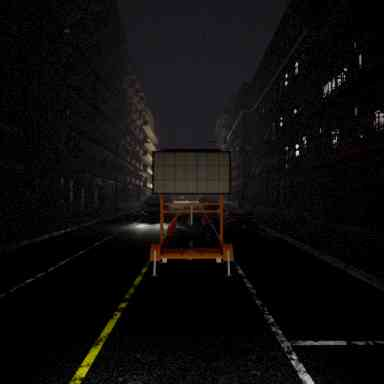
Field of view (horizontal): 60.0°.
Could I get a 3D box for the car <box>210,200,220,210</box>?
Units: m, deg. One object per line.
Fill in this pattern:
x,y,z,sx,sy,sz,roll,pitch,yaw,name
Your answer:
2.579,1.555,24.349,1.752,1.417,4.829,1,0,0,car

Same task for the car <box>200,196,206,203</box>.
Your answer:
2.573,1.634,46.301,2.008,1.369,4.403,1,0,0,car

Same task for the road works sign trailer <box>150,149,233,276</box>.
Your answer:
-0.012,0.473,10.318,2.380,3.560,2.880,0,0,0,road works sign trailer

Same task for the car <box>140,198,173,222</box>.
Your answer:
-2.855,1.512,26.898,1.882,1.535,5.008,0,0,0,car

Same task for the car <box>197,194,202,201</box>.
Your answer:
2.568,1.706,68.423,1.887,1.381,4.507,1,0,0,car

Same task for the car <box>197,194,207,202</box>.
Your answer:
2.535,1.551,85.017,2.192,1.841,5.009,1,0,0,car

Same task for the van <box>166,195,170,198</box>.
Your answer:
-5.304,1.459,57.421,1.690,1.788,3.998,2,0,0,van

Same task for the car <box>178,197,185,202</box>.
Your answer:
-2.770,1.842,86.085,1.895,1.301,4.718,0,0,0,car

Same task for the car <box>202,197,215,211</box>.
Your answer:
2.575,1.614,40.769,1.887,1.381,4.507,1,0,0,car

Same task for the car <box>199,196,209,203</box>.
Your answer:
2.576,1.625,73.955,1.967,1.590,4.097,1,0,0,car

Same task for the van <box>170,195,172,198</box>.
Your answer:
-5.306,1.481,62.953,1.690,1.788,3.998,1,0,0,van

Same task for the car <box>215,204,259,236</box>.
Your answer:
2.580,1.565,18.647,1.887,1.381,4.507,1,0,0,car

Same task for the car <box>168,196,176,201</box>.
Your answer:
-5.319,1.830,90.605,1.947,1.339,4.313,1,0,0,car

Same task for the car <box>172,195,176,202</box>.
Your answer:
-5.308,1.501,74.014,2.192,1.841,5.009,1,0,0,car

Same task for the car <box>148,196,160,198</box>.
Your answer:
-5.305,1.594,40.661,1.752,1.417,4.829,2,0,0,car

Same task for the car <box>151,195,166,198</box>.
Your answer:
-5.301,1.399,46.363,2.192,1.841,5.009,2,0,0,car

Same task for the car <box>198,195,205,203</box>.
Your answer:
2.569,1.684,62.893,1.887,1.381,4.507,1,0,0,car
